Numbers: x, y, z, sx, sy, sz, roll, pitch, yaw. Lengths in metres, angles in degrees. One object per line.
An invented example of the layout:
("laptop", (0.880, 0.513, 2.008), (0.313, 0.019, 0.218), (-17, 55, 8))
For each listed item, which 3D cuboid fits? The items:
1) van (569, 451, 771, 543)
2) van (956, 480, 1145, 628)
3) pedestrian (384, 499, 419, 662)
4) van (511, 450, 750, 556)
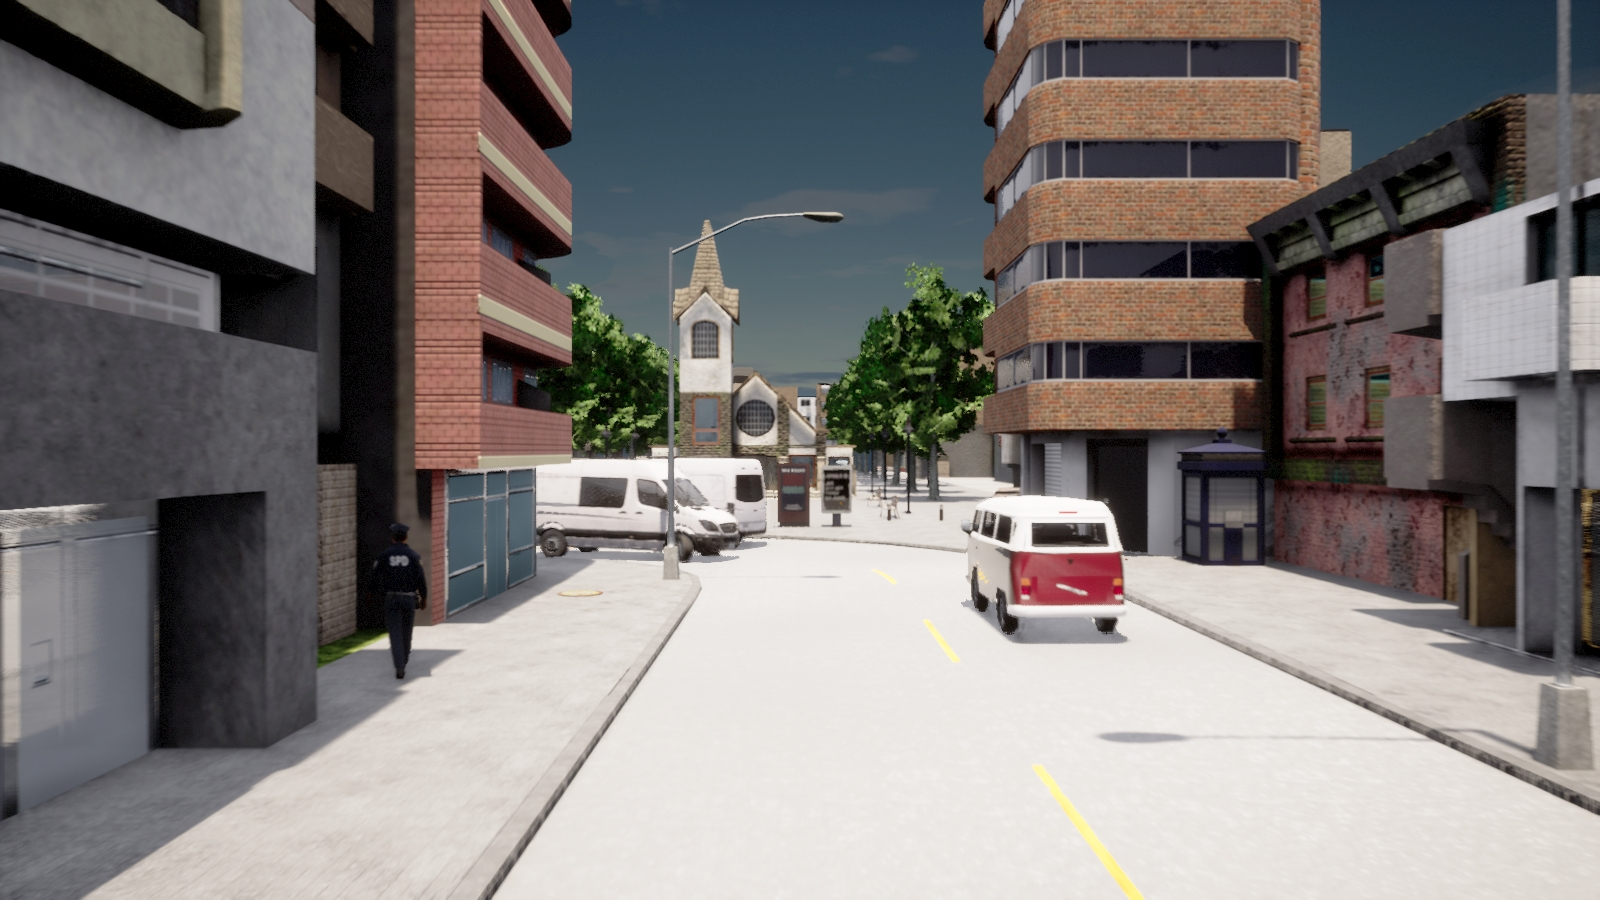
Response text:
("van", (-3.937, 1.316, 34.123), (5.915, 2.561, 1.988), (0, -1, 29))
("van", (3.912, 1.560, 18.713), (2.069, 2.038, 4.480), (0, 0, -1))
("pedestrian", (-4.697, 1.523, 13.474), (0.375, 1.860, 0.375), (0, 0, -19))
("van", (-4.432, 1.315, 29.776), (5.915, 2.561, 1.988), (0, -2, 21))
